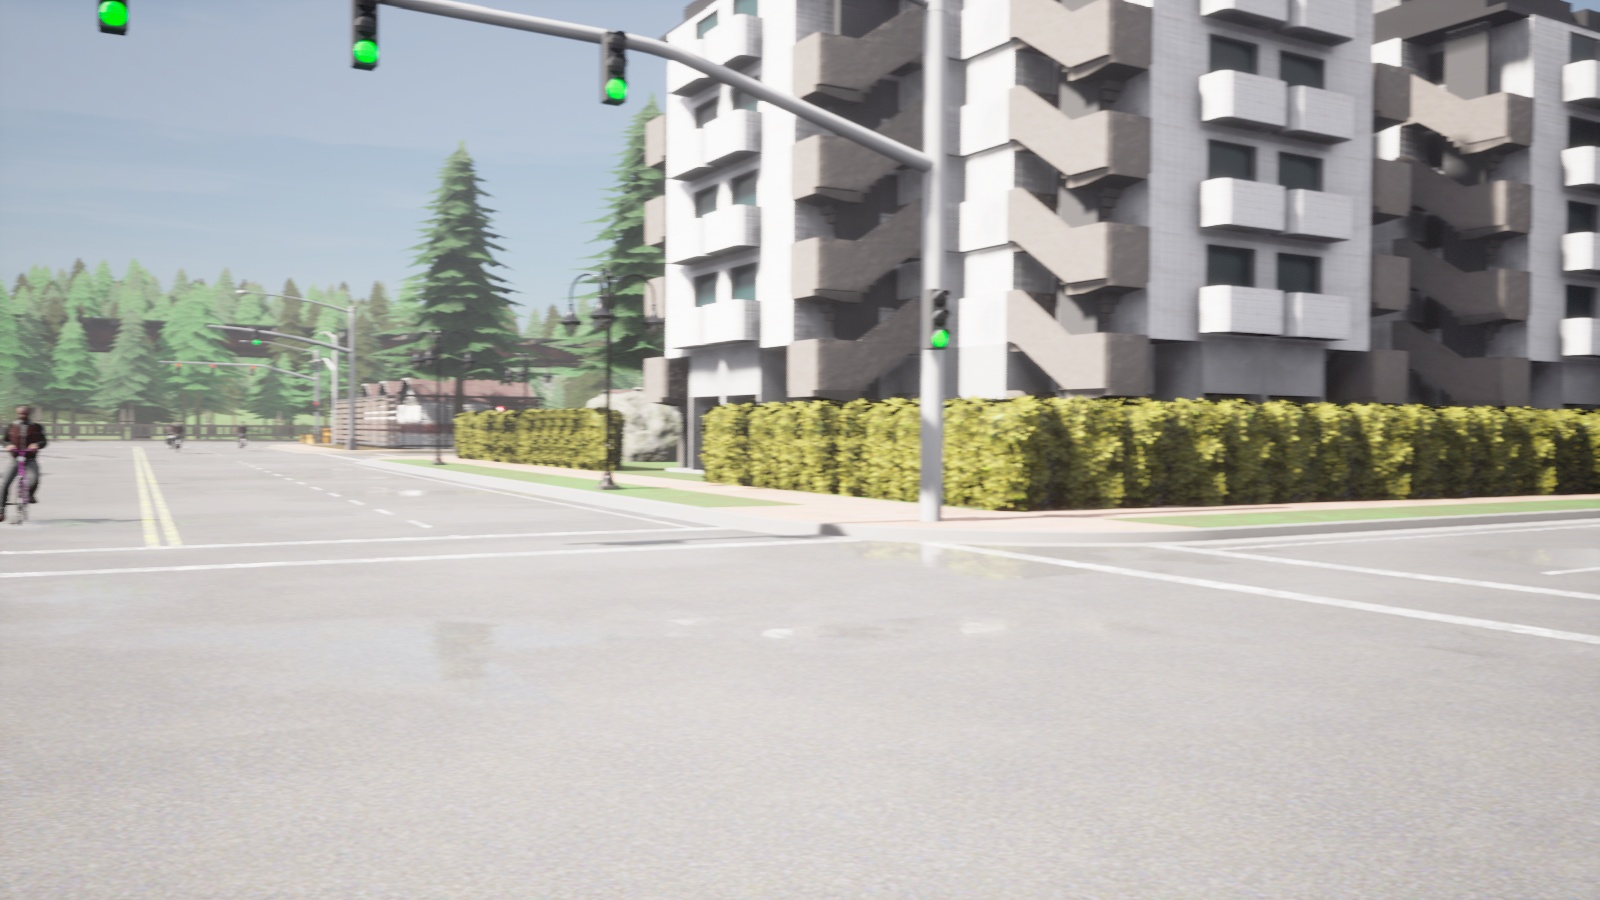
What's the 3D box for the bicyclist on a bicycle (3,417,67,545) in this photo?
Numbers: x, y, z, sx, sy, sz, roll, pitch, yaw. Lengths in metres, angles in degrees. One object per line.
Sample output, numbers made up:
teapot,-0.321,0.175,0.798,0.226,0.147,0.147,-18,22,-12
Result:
bicyclist on a bicycle,-11.220,0.421,18.455,0.659,1.776,1.843,-1,1,-28
